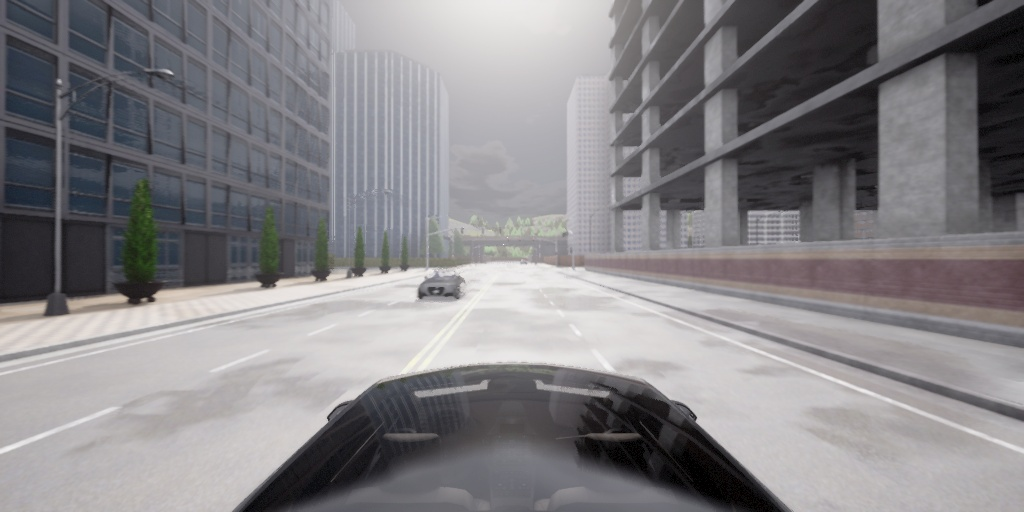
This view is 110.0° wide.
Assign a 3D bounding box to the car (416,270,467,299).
[{"bbox_3d":[-3.494,1.437,18.462,1.994,1.385,4.181,0,0,0],"label":"car"}]
